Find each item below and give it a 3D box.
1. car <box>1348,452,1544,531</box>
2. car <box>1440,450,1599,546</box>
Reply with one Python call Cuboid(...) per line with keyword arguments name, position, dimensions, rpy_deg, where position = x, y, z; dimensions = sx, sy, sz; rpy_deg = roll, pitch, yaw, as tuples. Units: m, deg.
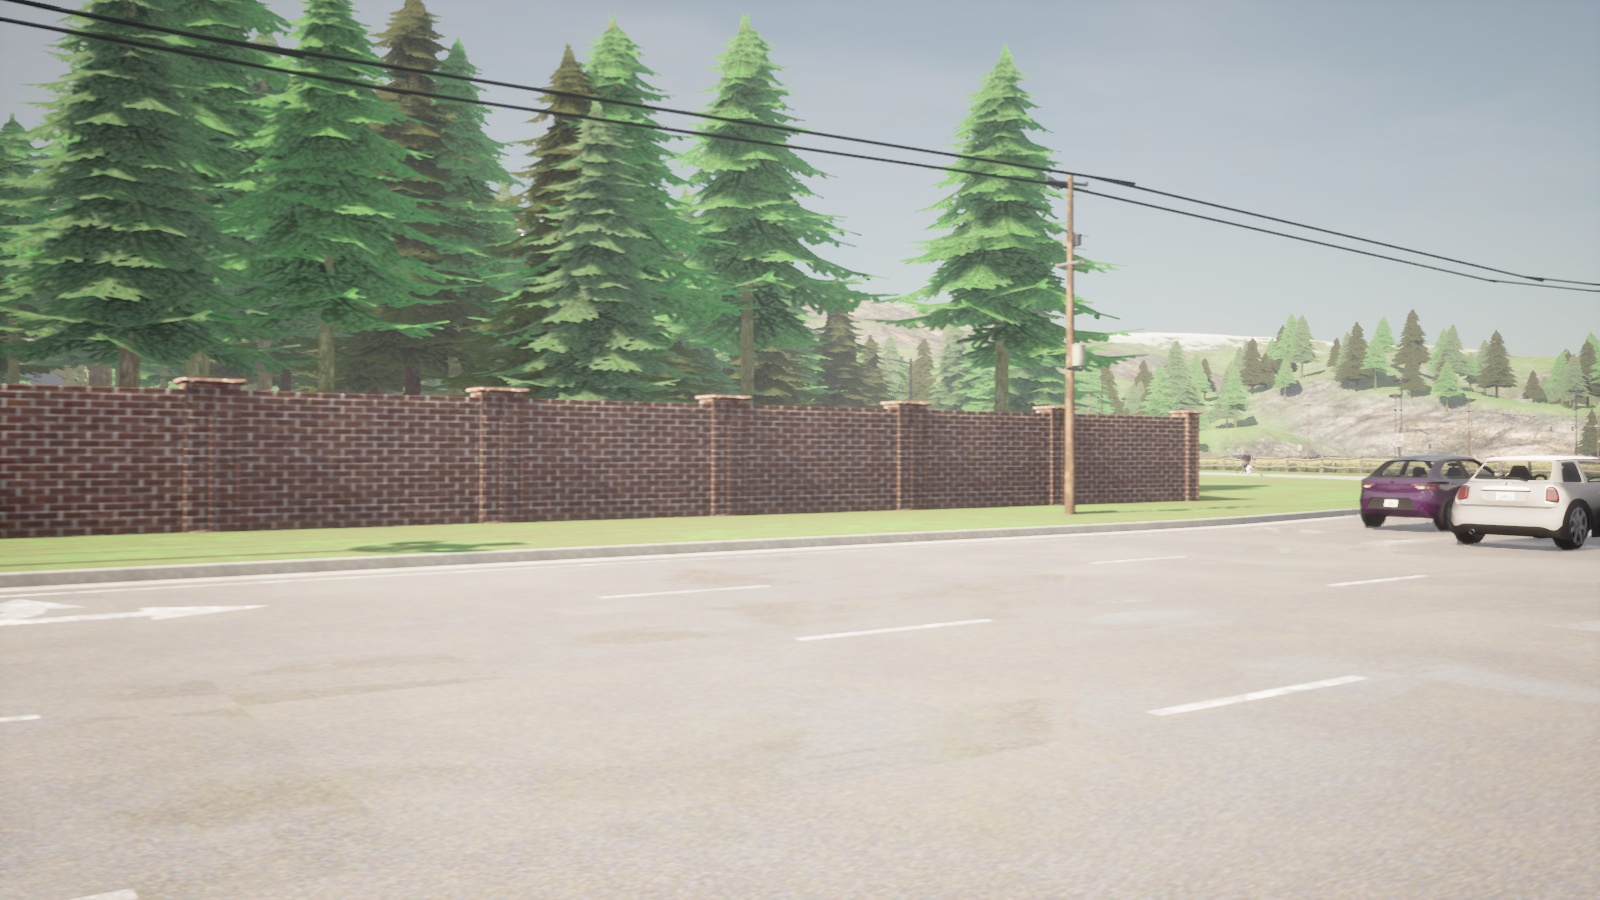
Cuboid(name="car", position=(13.245, 0.790, 25.670), dimensions=(4.193, 1.474, 1.816), rpy_deg=(0, 0, -35))
Cuboid(name="car", position=(12.711, 0.734, 21.034), dimensions=(3.806, 1.475, 1.970), rpy_deg=(0, 0, -35))
